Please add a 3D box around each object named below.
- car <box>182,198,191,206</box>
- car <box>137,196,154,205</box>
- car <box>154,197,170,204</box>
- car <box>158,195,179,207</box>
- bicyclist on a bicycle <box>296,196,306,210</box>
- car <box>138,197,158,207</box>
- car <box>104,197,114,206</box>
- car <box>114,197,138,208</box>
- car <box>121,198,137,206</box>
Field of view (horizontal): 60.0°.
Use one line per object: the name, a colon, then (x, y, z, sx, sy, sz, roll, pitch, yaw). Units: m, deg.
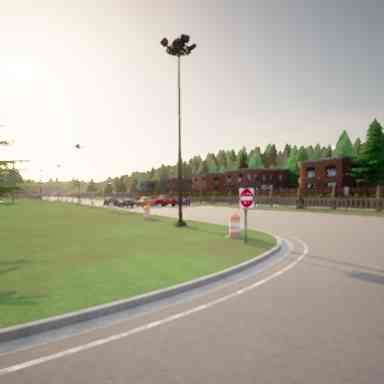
car: (-1.783, 1.783, 60.097, 1.812, 1.442, 4.674, 0, 0, -25)
car: (-9.405, 1.731, 67.481, 2.097, 1.767, 4.553, 0, 0, -26)
car: (-6.282, 1.725, 69.061, 1.837, 1.490, 4.892, 0, 0, -26)
car: (-4.711, 1.501, 58.111, 2.150, 2.045, 5.566, 0, 0, -26)
bicyclist on a bicycle: (12.906, 1.324, 39.471, 1.656, 1.620, 0.582, -1, 0, -26)
car: (-7.966, 1.661, 56.807, 2.097, 1.767, 4.553, 0, 0, -26)
car: (-15.678, 1.771, 64.374, 2.097, 1.767, 4.553, 0, 0, -26)
car: (-11.019, 1.839, 55.081, 1.837, 1.490, 4.892, 0, 0, -26)
car: (-12.553, 1.957, 65.953, 1.994, 1.385, 4.181, 0, 0, -26)
